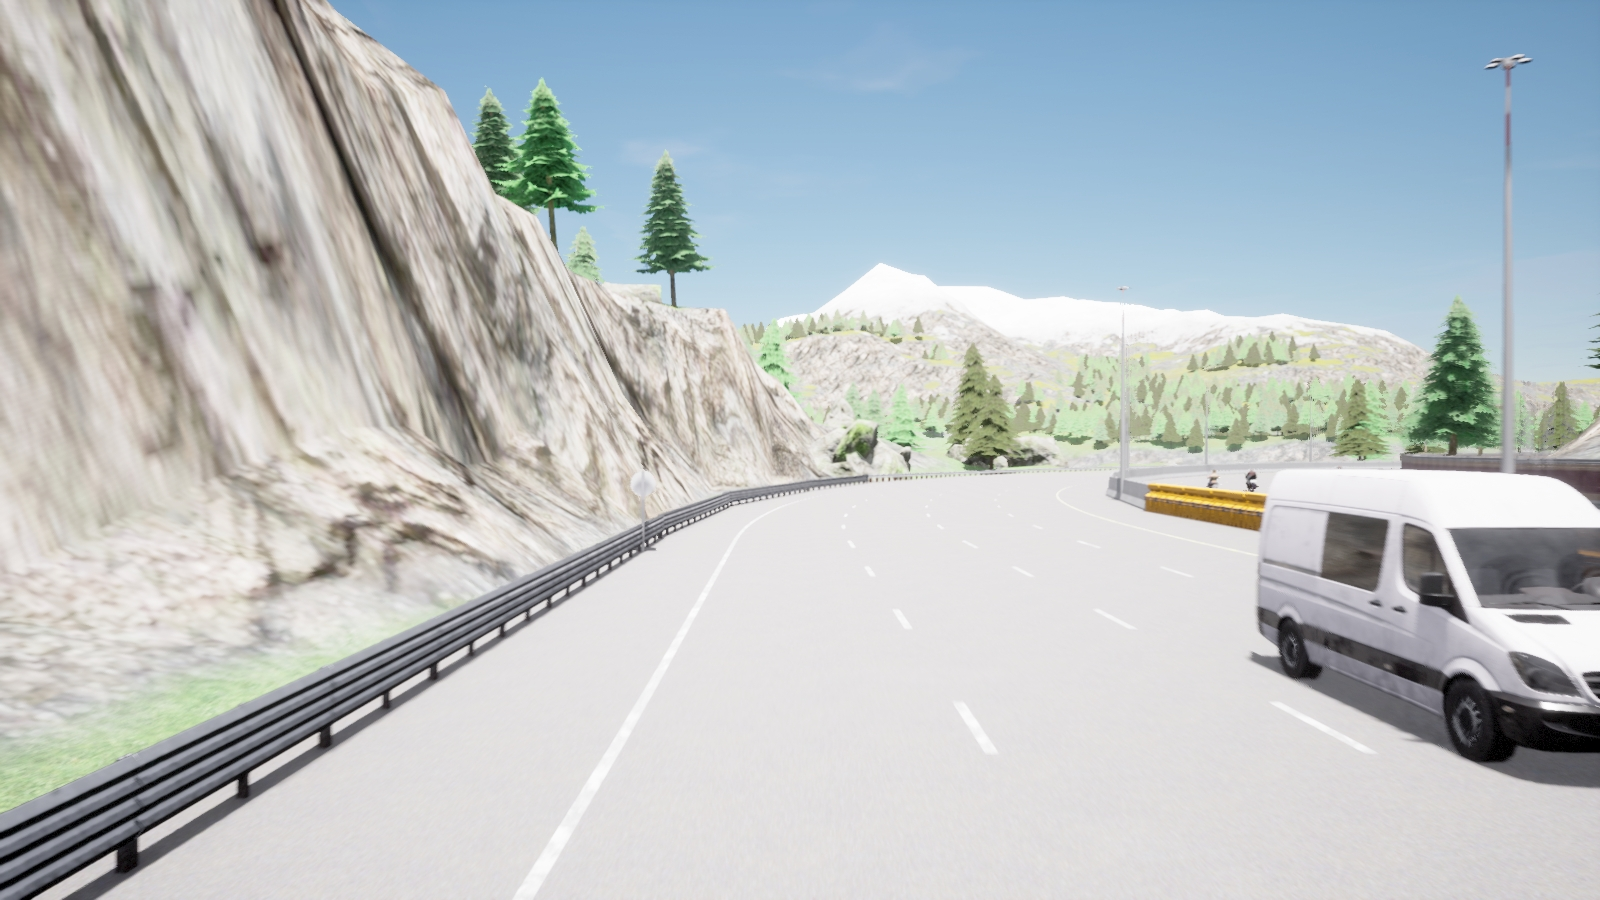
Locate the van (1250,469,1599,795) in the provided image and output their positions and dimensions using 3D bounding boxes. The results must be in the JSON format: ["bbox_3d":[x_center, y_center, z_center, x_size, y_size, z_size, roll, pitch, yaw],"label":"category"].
[{"bbox_3d":[6.994,1.527,12.254,1.988,2.561,5.915,0,0,0],"label":"van"}]
